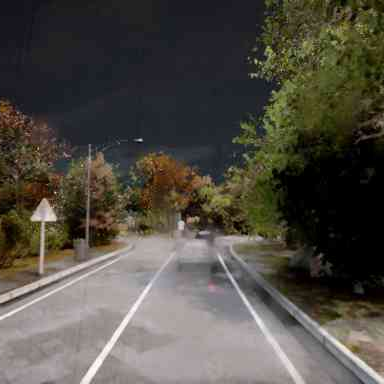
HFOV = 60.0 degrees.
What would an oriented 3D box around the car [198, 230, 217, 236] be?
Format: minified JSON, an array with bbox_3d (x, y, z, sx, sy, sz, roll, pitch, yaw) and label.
[{"bbox_3d":[1.519,4.804,35.123,1.882,1.535,5.008,-1,-6,8],"label":"car"}]

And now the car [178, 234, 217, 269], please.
[{"bbox_3d":[0.237,3.278,18.243,1.812,1.442,4.674,-1,-5,1],"label":"car"}]
